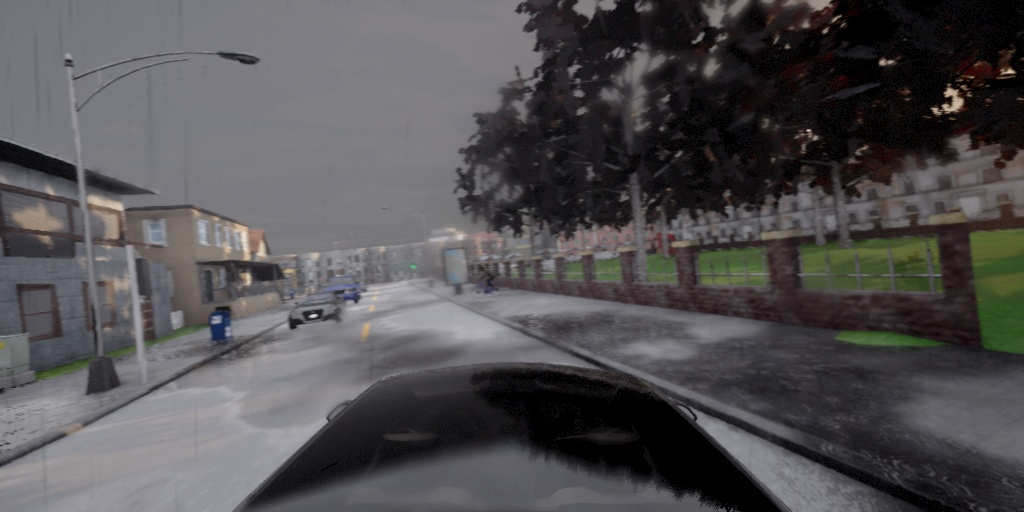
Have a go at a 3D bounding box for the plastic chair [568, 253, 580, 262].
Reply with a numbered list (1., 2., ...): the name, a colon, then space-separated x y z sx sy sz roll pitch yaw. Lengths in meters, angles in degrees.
1. plastic chair: 9.858 0.424 56.953 0.750 1.272 0.730 0 0 39

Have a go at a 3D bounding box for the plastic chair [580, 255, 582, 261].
1. plastic chair: 11.536 0.178 57.459 0.730 1.272 0.750 0 0 30

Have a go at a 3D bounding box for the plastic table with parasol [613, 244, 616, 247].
1. plastic table with parasol: 14.821 -0.696 58.043 2.482 2.480 2.482 0 0 30

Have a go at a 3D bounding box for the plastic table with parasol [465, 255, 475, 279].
1. plastic table with parasol: -4.168 1.402 47.261 2.482 2.480 2.482 0 0 30

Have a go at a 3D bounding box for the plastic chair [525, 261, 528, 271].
1. plastic chair: 1.593 1.328 45.156 0.730 1.272 0.750 0 0 30

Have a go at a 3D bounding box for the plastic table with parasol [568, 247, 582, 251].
1. plastic table with parasol: 10.483 -0.278 58.187 2.482 2.480 2.482 0 0 32

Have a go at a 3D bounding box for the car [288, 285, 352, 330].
1. car: -8.919 2.394 16.707 1.994 1.385 4.181 -6 0 -20

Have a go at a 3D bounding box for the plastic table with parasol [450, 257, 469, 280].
1. plastic table with parasol: -6.860 1.760 51.841 2.482 2.480 2.482 0 0 30

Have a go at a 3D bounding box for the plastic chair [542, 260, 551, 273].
1. plastic chair: 3.298 1.107 37.129 0.750 1.272 0.730 0 0 35

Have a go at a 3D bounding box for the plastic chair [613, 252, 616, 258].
1. plastic chair: 15.846 -0.183 57.351 0.730 1.272 0.750 0 0 30

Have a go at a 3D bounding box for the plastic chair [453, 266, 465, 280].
1. plastic chair: -7.467 2.427 50.663 0.750 1.272 0.730 0 0 35

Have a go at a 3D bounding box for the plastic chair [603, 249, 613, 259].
1. plastic chair: 13.967 -0.065 52.248 0.730 1.272 0.750 0 0 26

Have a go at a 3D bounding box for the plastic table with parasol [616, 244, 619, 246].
1. plastic table with parasol: 17.423 -0.942 61.545 2.482 2.480 2.482 0 0 -20

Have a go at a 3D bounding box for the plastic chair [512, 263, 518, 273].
1. plastic chair: -0.034 1.521 44.665 0.750 1.272 0.730 0 0 35

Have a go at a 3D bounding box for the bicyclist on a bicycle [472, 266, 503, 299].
1. bicyclist on a bicycle: -1.289 1.321 18.235 1.656 1.620 0.582 -6 0 -20

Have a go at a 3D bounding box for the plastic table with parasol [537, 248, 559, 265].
1. plastic table with parasol: 3.903 0.433 38.308 2.482 2.480 2.482 0 0 30

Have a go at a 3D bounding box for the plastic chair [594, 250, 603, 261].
1. plastic chair: 12.313 0.110 51.800 0.750 1.272 0.730 0 0 32

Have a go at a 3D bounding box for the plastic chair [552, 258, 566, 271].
1. plastic chair: 4.924 0.916 37.618 0.730 1.272 0.750 0 0 30

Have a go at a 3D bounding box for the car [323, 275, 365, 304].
1. car: -12.538 2.505 26.706 2.150 2.045 5.566 -6 0 -20

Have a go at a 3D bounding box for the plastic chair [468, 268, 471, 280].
1. plastic chair: -4.775 2.069 46.082 0.750 1.272 0.730 0 0 35

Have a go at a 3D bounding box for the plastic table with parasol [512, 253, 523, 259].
1. plastic table with parasol: 0.554 0.828 45.823 2.482 2.480 2.482 0 0 29

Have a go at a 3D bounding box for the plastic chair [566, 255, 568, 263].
1. plastic chair: 5.862 0.698 42.691 0.730 1.272 0.750 0 0 31

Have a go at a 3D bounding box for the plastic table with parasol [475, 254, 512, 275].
1. plastic table with parasol: -1.993 1.094 39.079 2.482 2.480 2.482 0 0 30

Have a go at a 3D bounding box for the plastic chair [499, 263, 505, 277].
1. plastic chair: -0.970 1.601 38.390 0.730 1.272 0.750 0 0 30

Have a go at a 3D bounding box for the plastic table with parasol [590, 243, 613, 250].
1. plastic table with parasol: 12.916 -0.536 52.764 2.482 2.480 2.482 0 0 32

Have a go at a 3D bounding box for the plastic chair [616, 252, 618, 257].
1. plastic chair: 17.763 -0.383 60.348 0.750 1.272 0.730 0 0 -20

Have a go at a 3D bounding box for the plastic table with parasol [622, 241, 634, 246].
1. plastic table with parasol: 17.917 -1.040 53.031 2.482 2.480 2.482 0 0 30

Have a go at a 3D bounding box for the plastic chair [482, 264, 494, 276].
1. plastic chair: -2.597 1.789 37.902 0.750 1.272 0.730 0 0 35

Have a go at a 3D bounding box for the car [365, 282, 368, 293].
1. car: -16.956 3.378 39.326 1.812 1.442 4.674 -6 0 -19
